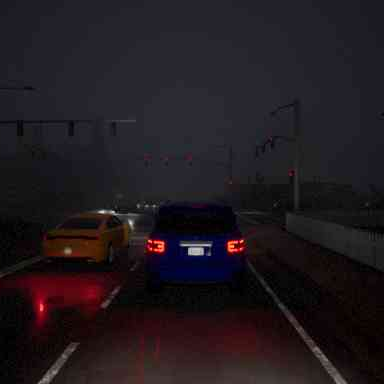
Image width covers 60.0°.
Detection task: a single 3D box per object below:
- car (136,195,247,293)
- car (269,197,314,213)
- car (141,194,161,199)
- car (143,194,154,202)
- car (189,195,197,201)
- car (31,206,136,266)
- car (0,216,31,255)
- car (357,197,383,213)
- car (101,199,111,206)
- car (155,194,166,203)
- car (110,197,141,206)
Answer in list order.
[{"bbox_3d":[0.083,1.221,9.007,2.150,2.045,5.566,0,0,0],"label":"car"},{"bbox_3d":[10.731,1.352,36.062,4.553,1.767,2.097,0,0,-1],"label":"car"},{"bbox_3d":[-6.949,1.547,57.400,2.033,1.411,5.357,0,0,0],"label":"car"},{"bbox_3d":[-10.315,1.352,79.098,2.097,1.767,4.553,0,0,0],"label":"car"},{"bbox_3d":[0.208,1.540,88.996,2.033,1.411,5.357,0,0,0],"label":"car"},{"bbox_3d":[-3.397,1.478,11.629,1.882,1.535,5.008,0,0,0],"label":"car"},{"bbox_3d":[-7.073,1.547,11.599,2.033,1.411,5.357,0,0,0],"label":"car"},{"bbox_3d":[20.513,1.352,36.282,4.553,1.767,2.097,0,0,-1],"label":"car"},{"bbox_3d":[-10.497,1.601,43.672,1.895,1.301,4.718,0,0,0],"label":"car"},{"bbox_3d":[-6.831,1.355,72.390,2.097,1.767,4.553,0,0,0],"label":"car"},{"bbox_3d":[-7.017,1.525,35.700,1.812,1.442,4.674,0,0,0],"label":"car"}]
